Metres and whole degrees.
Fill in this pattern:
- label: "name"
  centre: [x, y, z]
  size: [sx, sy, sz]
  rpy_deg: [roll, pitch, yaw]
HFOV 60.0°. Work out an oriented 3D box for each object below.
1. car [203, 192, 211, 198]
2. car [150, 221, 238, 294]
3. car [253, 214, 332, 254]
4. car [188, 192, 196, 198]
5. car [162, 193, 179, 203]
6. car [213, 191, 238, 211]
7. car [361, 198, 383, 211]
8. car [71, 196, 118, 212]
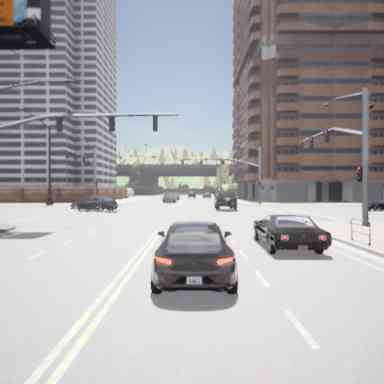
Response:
- label: "car"
  centre: [3.495, 0.757, 77.470]
  size: [2.033, 1.411, 5.357]
  rpy_deg: [0, 1, 0]
- label: "car"
  centre: [0.061, 1.448, 8.429]
  size: [1.812, 1.442, 4.674]
  rpy_deg: [0, 1, 0]
- label: "car"
  centre: [3.602, 1.482, 12.883]
  size: [1.895, 1.301, 4.718]
  rpy_deg: [0, 1, 1]
- label: "car"
  centre: [-0.005, 0.719, 77.468]
  size: [1.837, 1.490, 4.892]
  rpy_deg: [0, 1, 0]
- label: "car"
  centre: [-3.577, 0.870, 52.831]
  size: [2.097, 1.767, 4.553]
  rpy_deg: [0, 1, 0]
- label: "car"
  centre: [3.596, 0.892, 36.041]
  size: [2.150, 2.045, 5.566]
  rpy_deg: [0, 1, 0]
- label: "car"
  centre: [19.955, 1.291, 33.908]
  size: [4.718, 1.301, 1.895]
  rpy_deg: [0, 1, 1]
- label: "car"
  centre: [-9.754, 1.202, 33.125]
  size: [4.892, 1.490, 1.837]
  rpy_deg: [0, -1, 23]
